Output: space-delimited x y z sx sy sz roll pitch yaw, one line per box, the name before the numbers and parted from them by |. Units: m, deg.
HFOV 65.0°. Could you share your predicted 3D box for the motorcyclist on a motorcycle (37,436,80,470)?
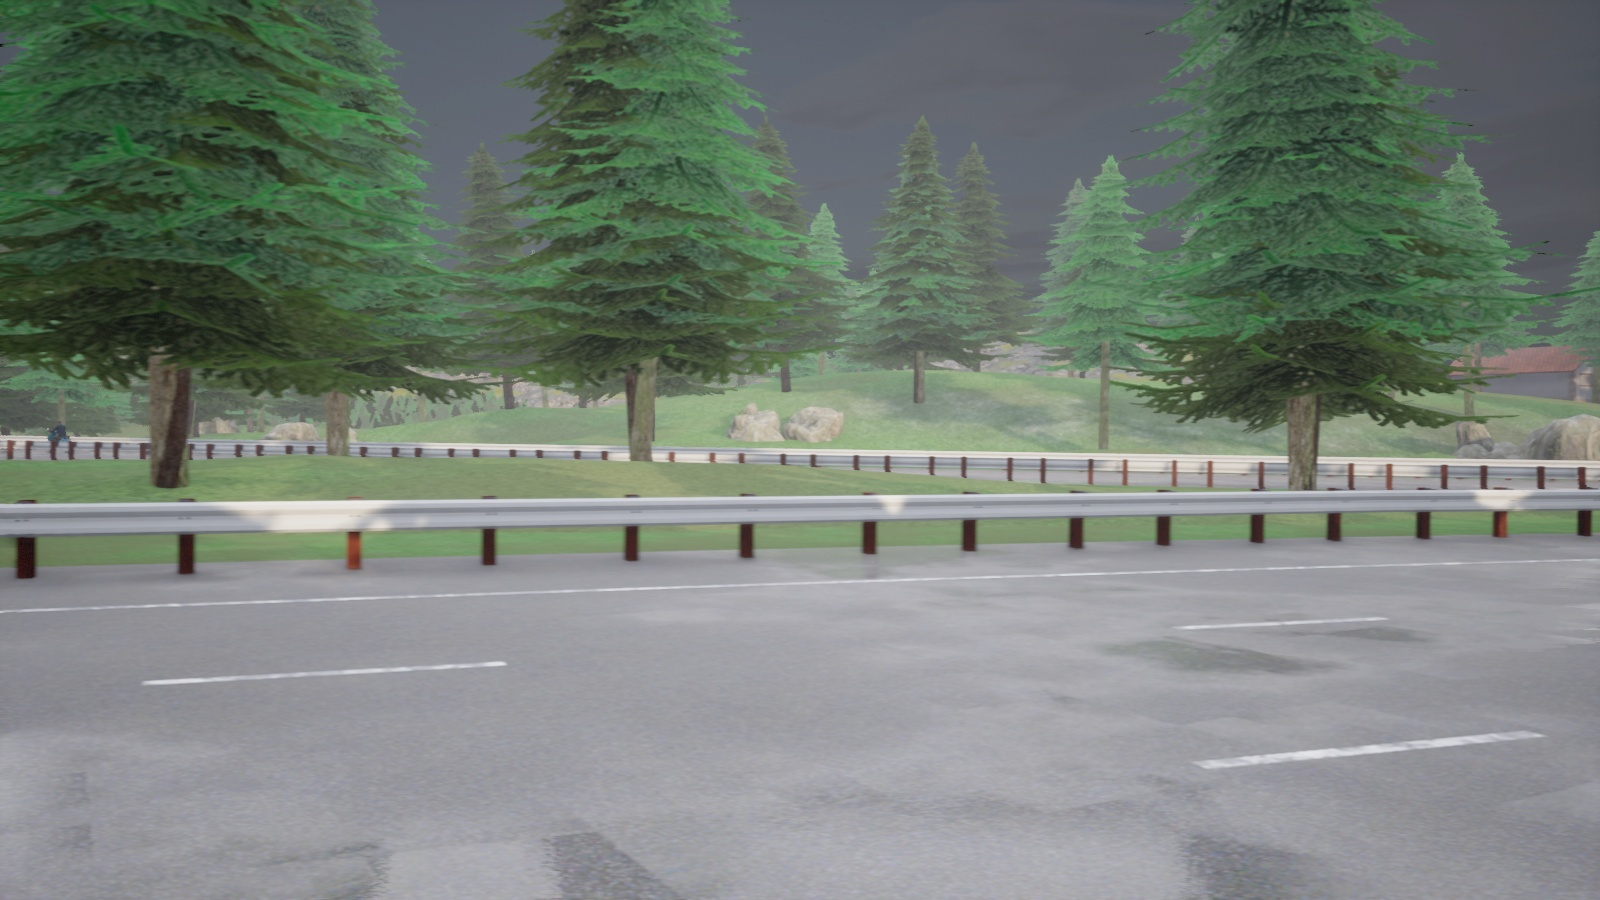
motorcyclist on a motorcycle | -35.539 0.147 60.194 1.817 1.590 0.866 0 1 23
